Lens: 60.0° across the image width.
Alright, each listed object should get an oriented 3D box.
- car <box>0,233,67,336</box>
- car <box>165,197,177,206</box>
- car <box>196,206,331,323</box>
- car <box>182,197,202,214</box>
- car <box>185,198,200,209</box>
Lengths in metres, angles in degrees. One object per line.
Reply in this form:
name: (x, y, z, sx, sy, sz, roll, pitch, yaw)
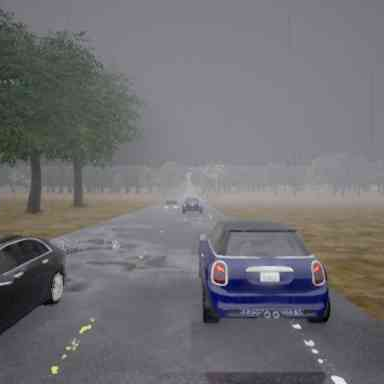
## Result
car: (-3.600, 1.513, 5.299, 1.837, 1.490, 4.892, 0, 0, 0)
car: (-3.520, 1.512, 56.639, 1.882, 1.535, 5.008, 0, 0, 0)
car: (1.224, 1.360, 7.361, 2.097, 1.767, 4.553, 0, 0, 0)
car: (0.060, 1.383, 36.122, 2.097, 1.767, 4.553, 0, 0, 0)
car: (0.025, 1.596, 46.276, 1.994, 1.385, 4.181, 0, 0, 0)
